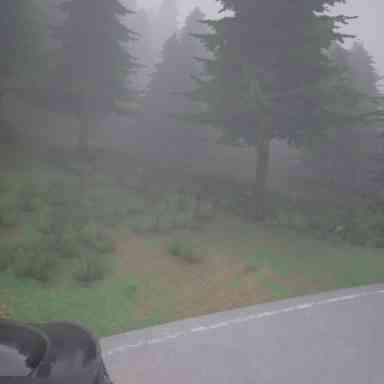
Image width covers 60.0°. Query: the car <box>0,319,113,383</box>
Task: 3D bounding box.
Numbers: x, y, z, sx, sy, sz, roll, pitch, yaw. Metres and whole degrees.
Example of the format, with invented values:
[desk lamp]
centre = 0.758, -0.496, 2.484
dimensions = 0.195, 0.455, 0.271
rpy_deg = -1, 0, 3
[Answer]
[car]
centre = -2.652, 1.491, 1.521
dimensions = 4.674, 1.442, 1.812
rpy_deg = 1, 0, -35
